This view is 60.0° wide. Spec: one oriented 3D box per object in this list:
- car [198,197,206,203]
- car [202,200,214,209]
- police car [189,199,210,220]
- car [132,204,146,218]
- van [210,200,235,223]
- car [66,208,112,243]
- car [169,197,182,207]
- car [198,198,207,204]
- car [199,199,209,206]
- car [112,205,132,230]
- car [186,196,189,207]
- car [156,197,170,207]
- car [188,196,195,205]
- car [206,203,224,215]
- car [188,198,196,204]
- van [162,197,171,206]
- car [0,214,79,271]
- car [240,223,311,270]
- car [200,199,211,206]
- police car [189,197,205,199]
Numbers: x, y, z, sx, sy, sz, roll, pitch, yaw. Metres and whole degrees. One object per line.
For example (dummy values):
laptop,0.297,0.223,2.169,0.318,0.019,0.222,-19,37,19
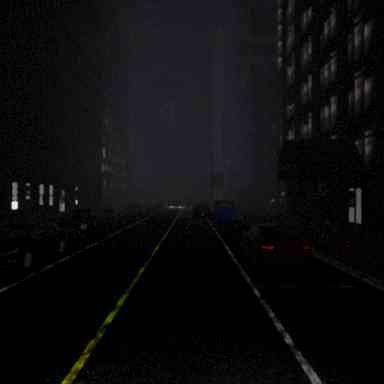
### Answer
car,2.677,2.281,90.939,1.967,1.590,4.097,0,0,0
car,2.682,2.135,56.784,1.802,1.307,4.206,0,-1,0
police car,0.896,1.737,31.453,1.930,1.638,5.238,0,-1,0
car,-5.695,1.918,34.017,1.802,1.307,4.206,0,-1,0
van,2.686,1.623,28.326,1.690,1.788,3.998,0,-1,0
car,-5.693,1.614,16.942,1.967,1.590,4.097,0,-1,0
car,-3.028,2.133,65.229,1.837,1.490,4.892,0,0,0
car,2.678,2.236,85.247,1.967,1.590,4.097,0,0,0
car,2.680,2.255,73.861,2.008,1.369,4.403,0,0,0
car,-5.693,1.779,22.633,2.008,1.369,4.403,0,-1,0
car,-0.010,1.874,67.135,2.150,2.045,5.566,0,-1,0
car,-5.700,2.156,62.479,2.008,1.369,4.403,0,-1,0
car,0.892,1.814,47.314,2.097,1.767,4.553,0,-1,0
car,2.685,1.972,39.707,1.802,1.307,4.206,0,-1,0
car,-0.013,2.227,82.103,1.837,1.490,4.892,0,0,0
van,-5.701,2.045,73.865,1.690,1.788,3.998,0,0,0
car,-5.692,1.669,11.248,2.008,1.369,4.403,0,-1,0
car,2.689,1.700,11.248,1.802,1.307,4.206,0,-1,0
car,2.681,2.207,68.169,2.008,1.369,4.403,0,0,0
police car,0.894,1.832,41.453,1.930,1.638,5.238,0,-1,0
